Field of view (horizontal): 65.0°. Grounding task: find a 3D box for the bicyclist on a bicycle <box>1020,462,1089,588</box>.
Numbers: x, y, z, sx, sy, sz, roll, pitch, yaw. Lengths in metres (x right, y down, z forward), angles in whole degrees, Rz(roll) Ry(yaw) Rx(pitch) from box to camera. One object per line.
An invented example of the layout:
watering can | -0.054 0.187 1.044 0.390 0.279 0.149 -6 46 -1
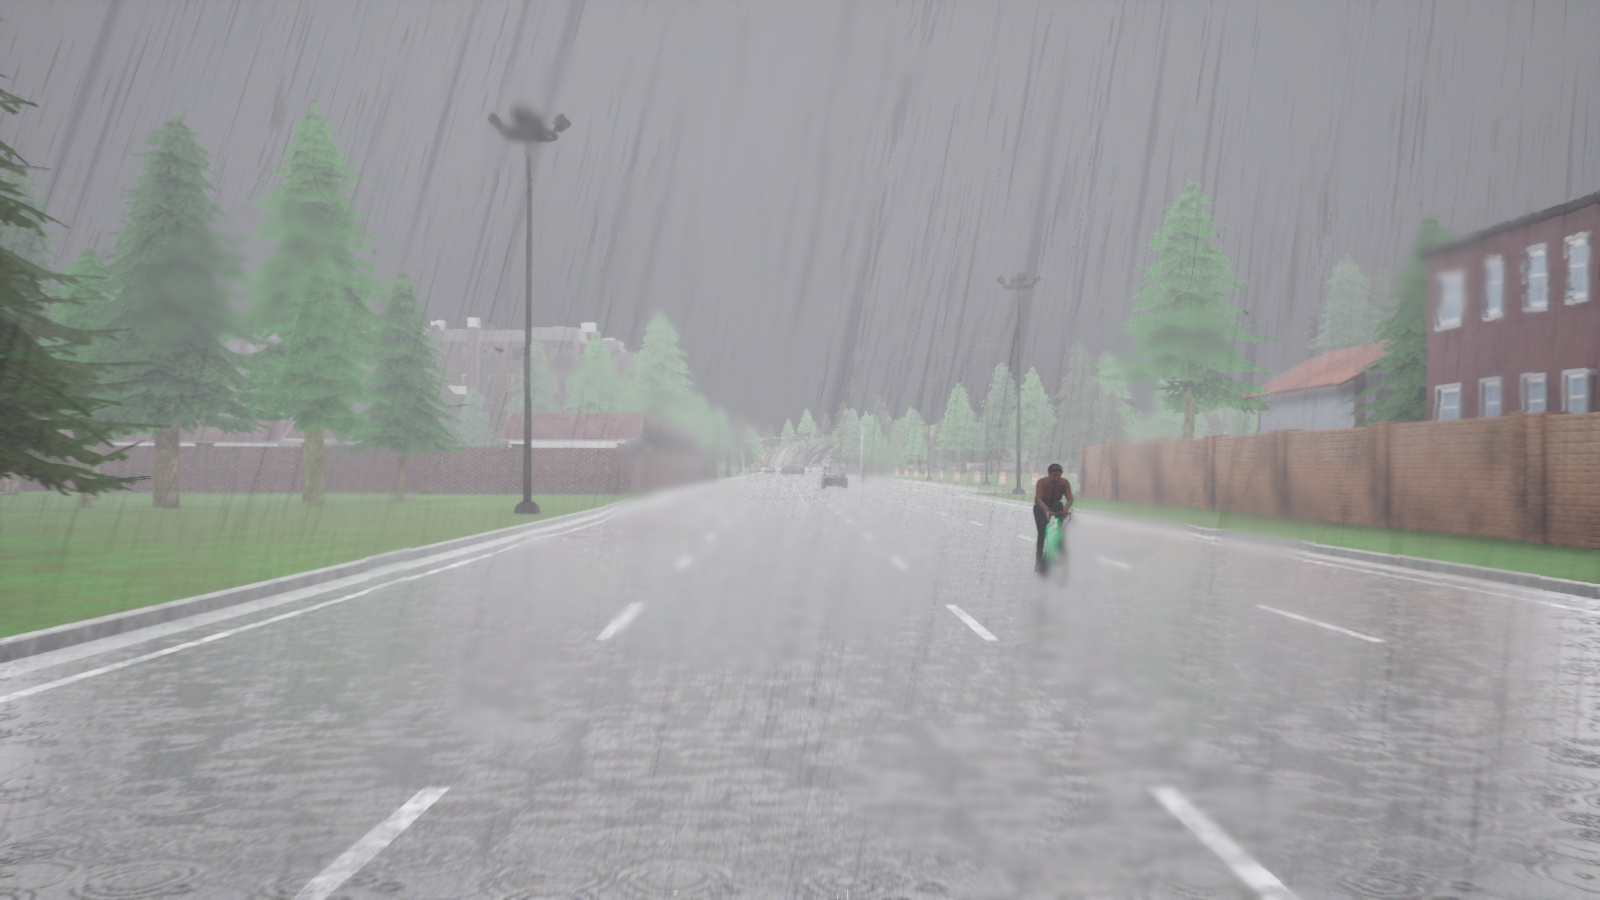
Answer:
bicyclist on a bicycle | 3.437 0.980 17.093 0.582 1.620 1.656 0 0 -1

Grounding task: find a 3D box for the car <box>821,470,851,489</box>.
car | 2.550 2.108 89.752 1.895 1.301 4.718 0 -1 -1
